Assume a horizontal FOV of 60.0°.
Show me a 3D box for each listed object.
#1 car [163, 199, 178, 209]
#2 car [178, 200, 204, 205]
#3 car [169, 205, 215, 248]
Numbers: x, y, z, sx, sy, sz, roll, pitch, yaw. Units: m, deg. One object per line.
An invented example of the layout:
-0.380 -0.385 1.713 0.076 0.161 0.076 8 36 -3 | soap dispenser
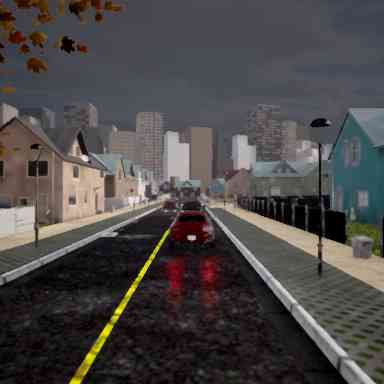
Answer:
-2.750 1.612 44.650 1.994 1.385 4.181 0 0 0 | car
0.000 1.490 29.650 1.882 1.535 5.008 0 0 0 | car
0.000 1.534 14.650 1.812 1.442 4.674 0 0 0 | car
